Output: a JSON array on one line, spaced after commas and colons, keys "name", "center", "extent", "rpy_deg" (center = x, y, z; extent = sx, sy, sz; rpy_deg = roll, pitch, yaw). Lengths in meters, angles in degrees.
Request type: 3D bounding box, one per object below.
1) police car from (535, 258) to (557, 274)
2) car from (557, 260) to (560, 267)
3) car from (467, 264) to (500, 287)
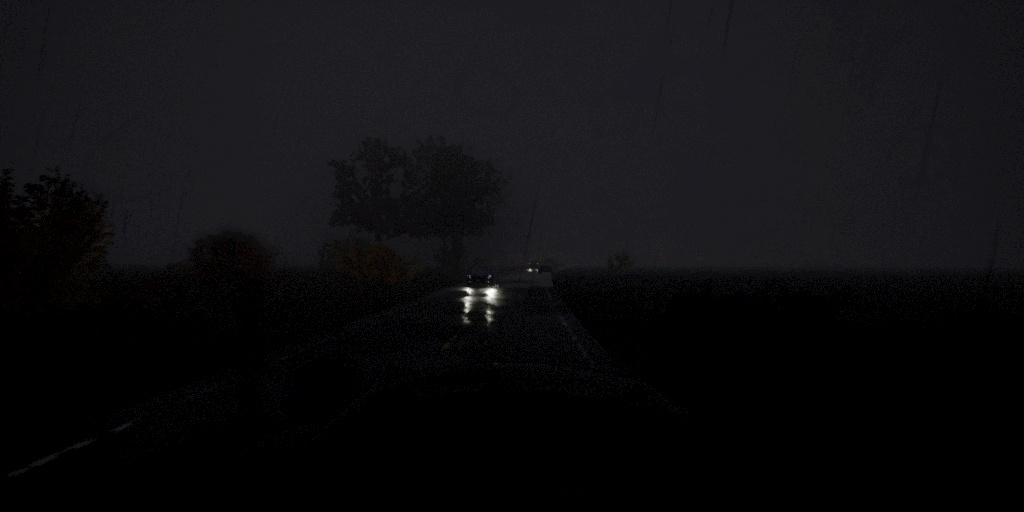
[{"name": "police car", "center": [4.453, 1.484, 46.223], "extent": [1.930, 1.638, 5.238], "rpy_deg": [0, 0, 9]}, {"name": "car", "center": [6.914, 1.404, 64.998], "extent": [2.150, 2.045, 5.566], "rpy_deg": [0, 0, 13]}, {"name": "car", "center": [-2.032, 1.374, 26.506], "extent": [1.882, 1.535, 5.008], "rpy_deg": [0, -1, 5]}]
